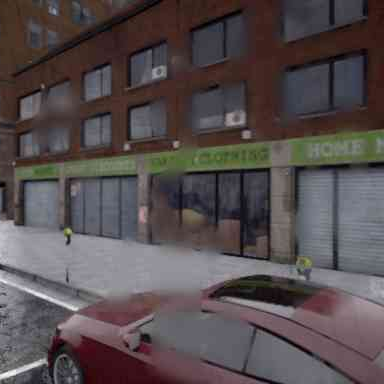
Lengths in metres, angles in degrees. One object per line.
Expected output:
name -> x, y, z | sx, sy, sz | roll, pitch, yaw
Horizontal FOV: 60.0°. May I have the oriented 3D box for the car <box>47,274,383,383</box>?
car -> 0.491, 1.547, 3.090 | 4.674, 1.442, 1.812 | 0, 0, 39
